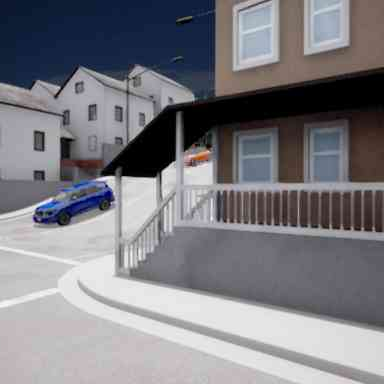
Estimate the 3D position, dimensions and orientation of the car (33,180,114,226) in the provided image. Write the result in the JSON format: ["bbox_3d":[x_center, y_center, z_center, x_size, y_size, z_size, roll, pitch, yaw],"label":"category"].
[{"bbox_3d":[-7.744,0.667,22.170,2.150,2.045,5.566,0,14,34],"label":"car"}]

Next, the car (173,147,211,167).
[{"bbox_3d":[0.002,-3.606,33.518,2.097,1.767,4.553,0,14,35],"label":"car"}]
